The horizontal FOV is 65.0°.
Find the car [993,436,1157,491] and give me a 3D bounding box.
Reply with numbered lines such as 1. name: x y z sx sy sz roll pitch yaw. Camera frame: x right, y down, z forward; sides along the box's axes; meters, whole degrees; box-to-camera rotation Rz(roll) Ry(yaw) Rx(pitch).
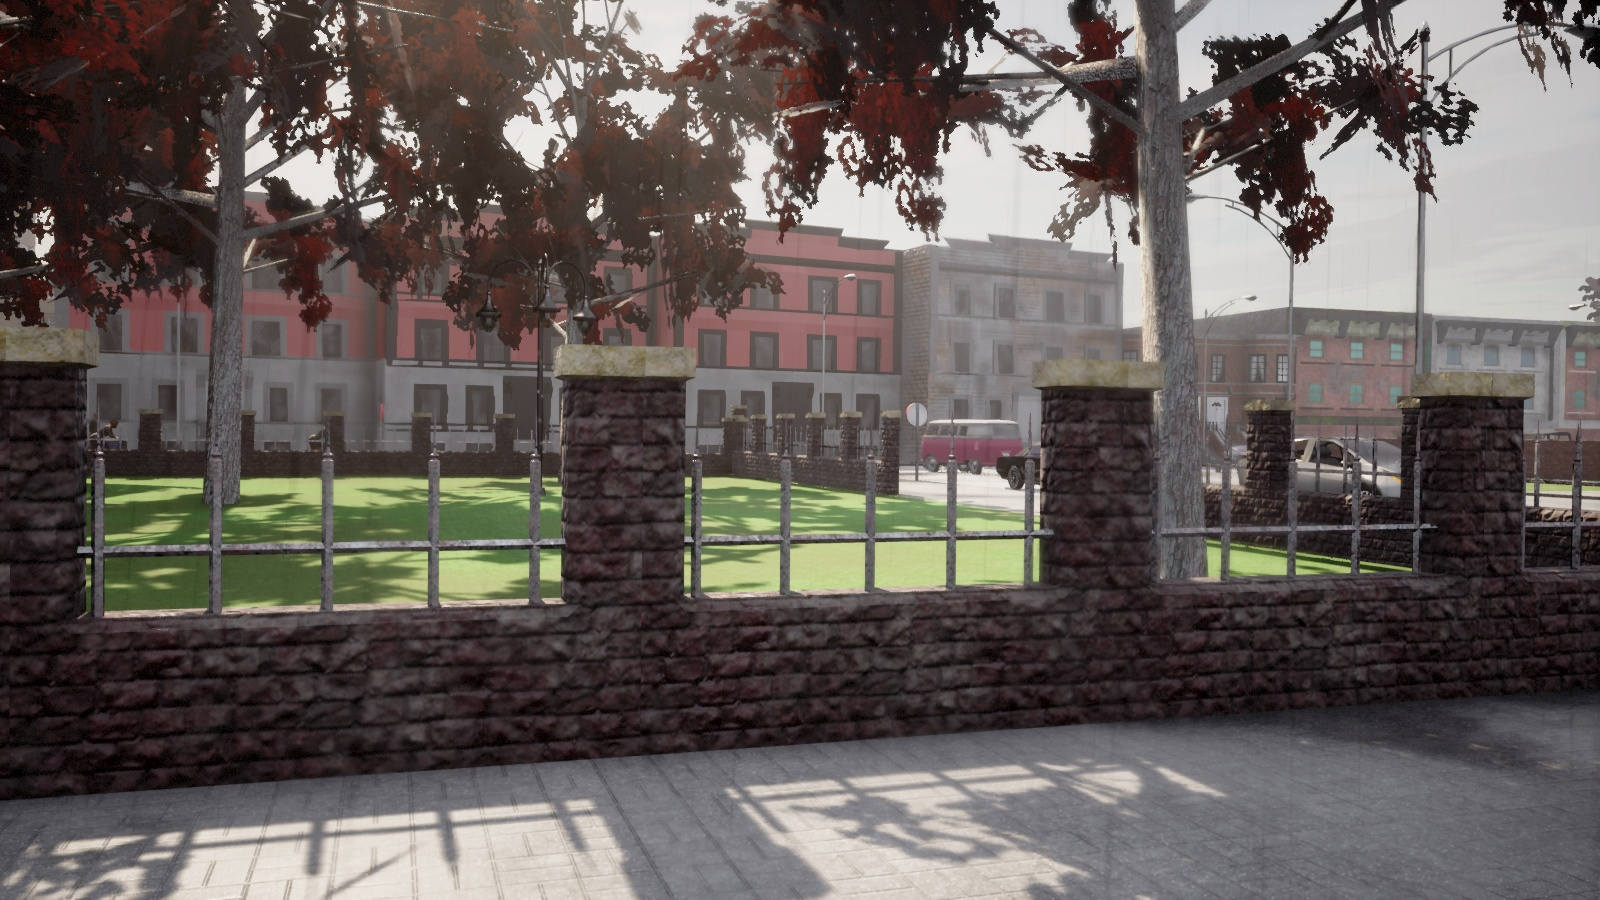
1. car: 6.994 0.294 32.525 1.895 1.301 4.718 -1 1 -20

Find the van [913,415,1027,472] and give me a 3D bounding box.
1. van: 6.192 -0.268 46.181 1.775 1.987 4.442 -1 1 -31

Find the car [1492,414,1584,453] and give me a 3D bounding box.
1. car: 37.126 -0.836 63.221 3.866 1.878 1.905 -1 1 -18

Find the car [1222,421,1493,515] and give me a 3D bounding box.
1. car: 10.067 0.260 23.108 2.007 1.525 4.514 -1 1 -20

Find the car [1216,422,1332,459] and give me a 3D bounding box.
1. car: 22.012 -0.459 58.345 4.856 1.649 2.033 -1 1 -18

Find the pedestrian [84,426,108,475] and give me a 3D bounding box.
1. pedestrian: -26.863 0.019 47.895 0.720 1.854 0.376 -1 1 -21
